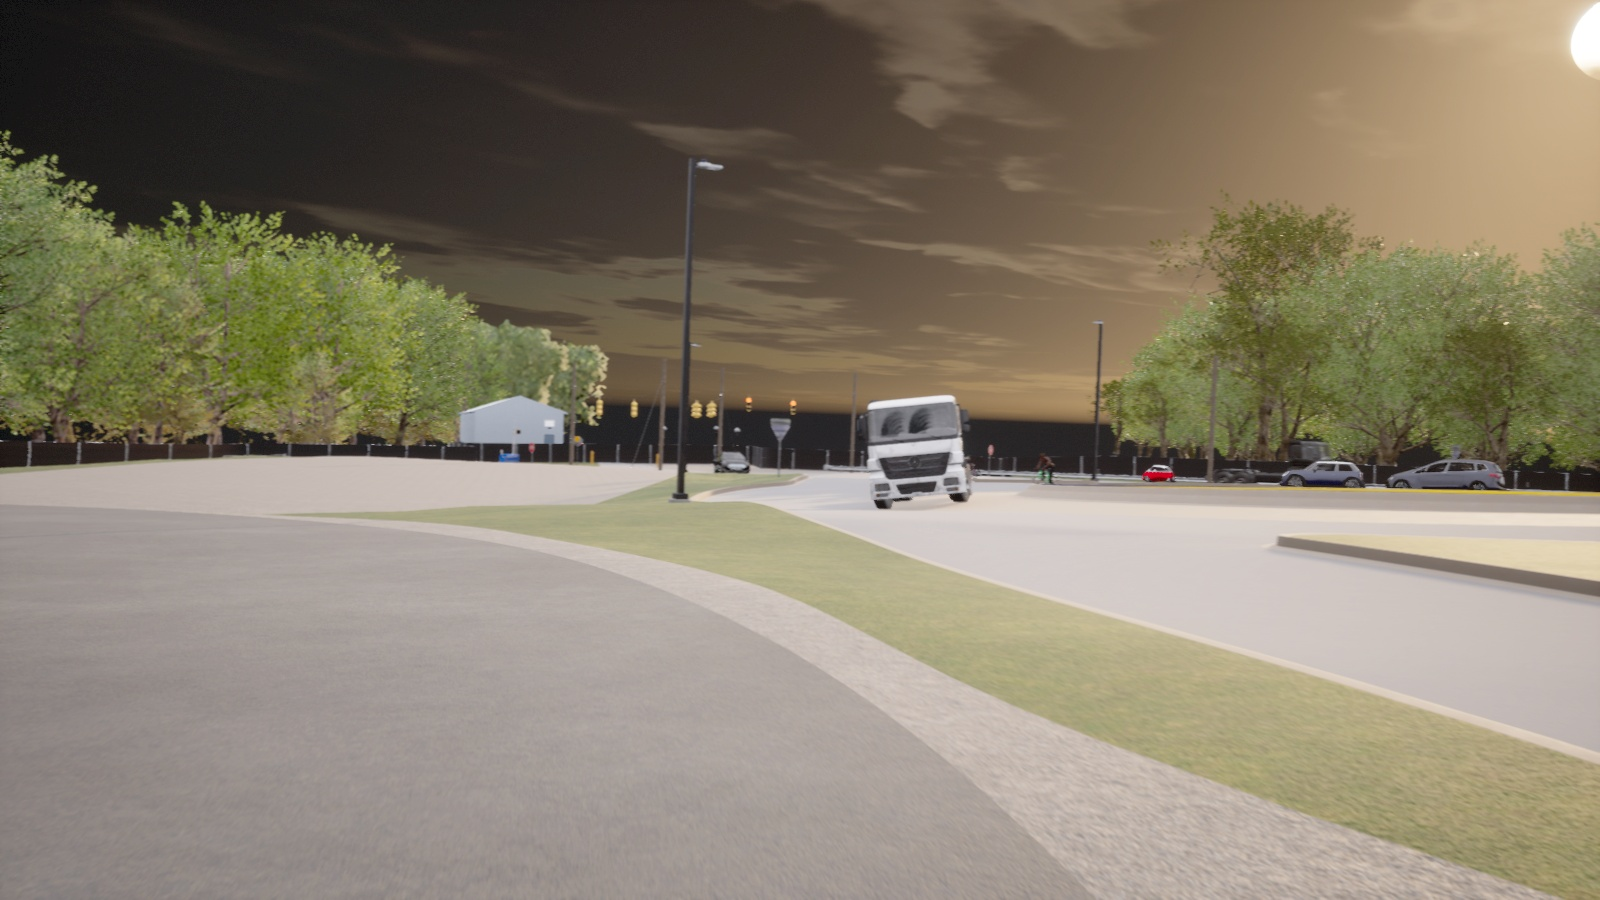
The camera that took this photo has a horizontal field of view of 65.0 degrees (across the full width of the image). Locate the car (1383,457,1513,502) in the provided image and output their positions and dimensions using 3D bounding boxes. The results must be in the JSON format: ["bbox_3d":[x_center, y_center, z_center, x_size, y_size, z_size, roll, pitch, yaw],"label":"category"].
[{"bbox_3d":[27.712,1.246,53.756,4.611,1.667,2.242,0,-5,37],"label":"car"}]

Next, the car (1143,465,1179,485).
[{"bbox_3d":[26.903,1.845,93.528,2.207,1.376,1.481,2,1,34],"label":"car"}]

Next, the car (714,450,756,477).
[{"bbox_3d":[-4.331,0.874,83.196,2.033,1.649,4.856,1,-1,-11],"label":"car"}]

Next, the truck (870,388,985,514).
[{"bbox_3d":[4.319,-0.005,40.892,2.891,3.462,7.936,-5,0,10],"label":"truck"}]

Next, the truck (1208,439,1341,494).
[{"bbox_3d":[32.309,1.047,85.593,7.936,3.462,2.891,2,1,34],"label":"truck"}]

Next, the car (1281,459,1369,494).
[{"bbox_3d":[25.521,1.286,61.039,3.806,1.475,1.970,2,2,26],"label":"car"}]
